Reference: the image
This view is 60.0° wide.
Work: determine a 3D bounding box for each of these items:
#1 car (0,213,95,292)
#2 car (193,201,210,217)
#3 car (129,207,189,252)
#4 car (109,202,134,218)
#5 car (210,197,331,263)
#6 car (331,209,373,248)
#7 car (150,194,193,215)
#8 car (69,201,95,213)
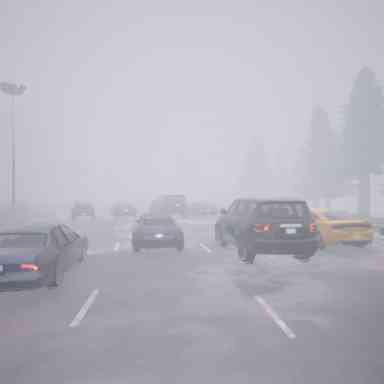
[{"bbox_3d":[-4.180,1.560,9.060,2.033,1.411,5.357,0,0,-7],"label":"car"},{"bbox_3d":[0.747,1.543,31.328,1.994,1.385,4.181,0,0,-21],"label":"car"},{"bbox_3d":[-1.535,1.563,14.087,1.994,1.385,4.181,0,0,-10],"label":"car"},{"bbox_3d":[-6.338,1.574,30.326,1.994,1.385,4.181,0,0,-21],"label":"car"},{"bbox_3d":[2.405,1.204,12.092,2.150,2.045,5.566,0,0,-9],"label":"car"},{"bbox_3d":[5.504,1.446,14.390,1.882,1.535,5.008,0,0,-10],"label":"car"},{"bbox_3d":[-2.121,1.214,29.328,2.150,2.045,5.566,0,0,-21],"label":"car"},{"bbox_3d":[-9.672,1.530,29.330,1.837,1.490,4.892,0,0,-22],"label":"car"}]
